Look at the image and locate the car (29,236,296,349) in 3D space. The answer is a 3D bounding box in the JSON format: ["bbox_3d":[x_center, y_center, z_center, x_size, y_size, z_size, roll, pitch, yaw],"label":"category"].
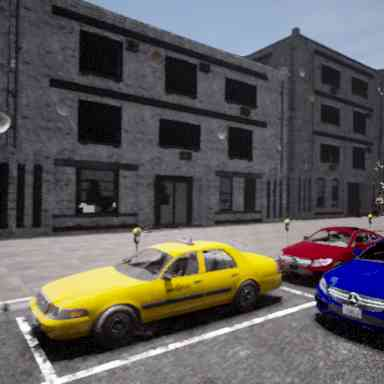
[{"bbox_3d":[-0.355,1.559,6.296,4.829,1.417,1.752,1,0,-35],"label":"car"}]

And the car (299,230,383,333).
[{"bbox_3d":[4.375,1.603,6.481,4.674,1.442,1.812,0,0,-35],"label":"car"}]

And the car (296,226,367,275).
[{"bbox_3d":[4.288,1.677,9.607,4.206,1.307,1.802,1,0,-35],"label":"car"}]
